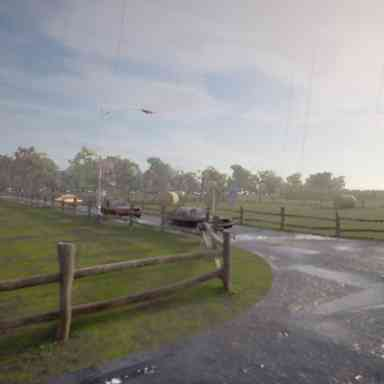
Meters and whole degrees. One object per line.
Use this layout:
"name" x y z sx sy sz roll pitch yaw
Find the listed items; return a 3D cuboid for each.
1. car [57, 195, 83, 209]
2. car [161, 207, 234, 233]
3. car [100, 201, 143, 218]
"car" -14.151 1.102 38.591 1.882 1.535 5.008 2 -1 -36
"car" 0.207 1.540 18.978 1.895 1.301 4.718 2 0 -37
"car" -5.763 1.408 27.090 1.895 1.301 4.718 2 0 -36
